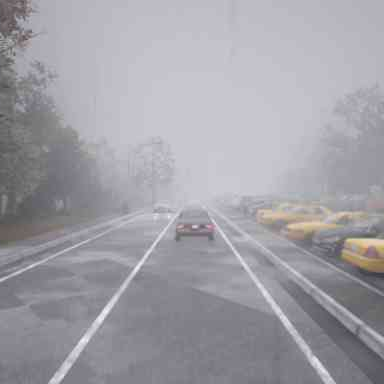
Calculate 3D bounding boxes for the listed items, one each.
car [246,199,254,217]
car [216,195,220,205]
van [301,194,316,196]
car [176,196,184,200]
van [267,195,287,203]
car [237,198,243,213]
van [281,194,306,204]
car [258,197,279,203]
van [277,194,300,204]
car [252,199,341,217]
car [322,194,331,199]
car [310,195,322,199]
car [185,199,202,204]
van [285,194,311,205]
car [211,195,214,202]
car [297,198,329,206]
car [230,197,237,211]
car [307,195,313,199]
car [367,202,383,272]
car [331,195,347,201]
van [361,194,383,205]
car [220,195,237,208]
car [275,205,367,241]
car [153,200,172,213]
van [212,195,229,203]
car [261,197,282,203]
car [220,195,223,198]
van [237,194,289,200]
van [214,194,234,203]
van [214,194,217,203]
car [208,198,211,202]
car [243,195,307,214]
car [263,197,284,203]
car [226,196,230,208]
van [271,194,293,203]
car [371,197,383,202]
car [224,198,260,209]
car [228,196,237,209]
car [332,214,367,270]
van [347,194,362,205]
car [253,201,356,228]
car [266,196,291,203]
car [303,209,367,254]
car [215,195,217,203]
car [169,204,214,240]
[{"bbox_3d":[6.996,1.509,25.841,4.892,1.521,2.231,0,0,0],"label":"car"},{"bbox_3d":[7.041,1.620,53.603,5.366,1.575,1.946,0,0,0],"label":"car"},{"bbox_3d":[20.423,1.391,53.507,4.442,1.987,1.878,0,0,0],"label":"van"},{"bbox_3d":[-2.885,1.622,79.149,1.812,1.442,4.674,0,-1,0],"label":"car"},{"bbox_3d":[20.646,1.674,81.064,4.442,1.987,1.878,0,-1,0],"label":"van"},{"bbox_3d":[7.077,1.554,31.393,4.792,1.488,2.163,0,0,0],"label":"car"},{"bbox_3d":[20.534,1.452,67.232,4.442,1.987,1.878,0,0,0],"label":"van"},{"bbox_3d":[20.593,2.073,89.495,5.008,1.535,2.097,0,-1,0],"label":"car"},{"bbox_3d":[20.324,1.465,70.137,4.442,1.987,1.878,0,-1,0],"label":"van"},{"bbox_3d":[7.165,1.505,23.072,5.366,1.575,1.946,0,0,0],"label":"car"},{"bbox_3d":[20.188,1.315,42.302,5.566,2.045,2.435,0,0,0],"label":"car"},{"bbox_3d":[20.255,1.591,47.842,5.008,1.535,2.097,0,0,0],"label":"car"},{"bbox_3d":[0.210,1.594,39.776,1.812,1.442,4.674,0,0,0],"label":"car"},{"bbox_3d":[20.513,1.440,64.587,4.442,1.987,1.878,0,0,0],"label":"van"},{"bbox_3d":[7.390,1.446,70.259,5.566,2.045,2.435,0,0,0],"label":"car"},{"bbox_3d":[20.326,1.668,56.151,4.674,1.452,2.002,0,0,0],"label":"car"},{"bbox_3d":[7.063,1.578,36.946,4.792,1.488,2.163,0,0,0],"label":"car"},{"bbox_3d":[20.287,1.644,50.736,4.674,1.452,2.002,0,0,0],"label":"car"},{"bbox_3d":[6.873,1.319,6.418,5.566,2.045,2.435,0,0,0],"label":"car"},{"bbox_3d":[20.165,1.303,39.532,5.566,2.045,2.435,0,0,0],"label":"car"},{"bbox_3d":[20.265,1.304,33.991,4.442,1.987,1.878,0,0,0],"label":"van"},{"bbox_3d":[6.974,1.583,45.276,5.366,1.575,1.946,0,0,0],"label":"car"},{"bbox_3d":[6.727,1.532,14.749,5.366,1.575,1.946,0,0,0],"label":"car"},{"bbox_3d":[-3.248,1.587,37.519,1.812,1.442,4.674,0,0,0],"label":"car"},{"bbox_3d":[7.636,1.855,89.671,4.442,1.987,1.878,0,-1,0],"label":"van"},{"bbox_3d":[20.569,2.013,86.600,5.008,1.535,2.097,0,-1,0],"label":"car"},{"bbox_3d":[7.198,1.612,50.826,4.892,1.521,2.231,0,0,0],"label":"car"},{"bbox_3d":[7.186,1.311,34.170,4.442,1.987,1.878,0,0,0],"label":"van"},{"bbox_3d":[7.290,1.570,75.796,4.442,1.987,1.878,0,-1,0],"label":"van"},{"bbox_3d":[7.222,1.459,67.484,4.442,1.987,1.878,0,0,0],"label":"van"},{"bbox_3d":[7.502,2.023,86.892,5.008,1.535,2.097,0,-1,0],"label":"car"},{"bbox_3d":[7.056,1.389,28.620,4.553,1.767,2.185,0,0,0],"label":"car"},{"bbox_3d":[20.546,1.958,83.830,4.892,1.521,2.231,0,-1,0],"label":"car"},{"bbox_3d":[7.108,1.603,42.498,4.792,1.488,2.163,0,0,0],"label":"car"},{"bbox_3d":[20.368,1.560,75.528,4.442,1.987,1.878,0,-1,0],"label":"van"},{"bbox_3d":[20.131,1.517,31.221,5.008,1.535,2.097,0,0,0],"label":"car"},{"bbox_3d":[7.188,1.599,48.050,4.892,1.521,2.231,0,0,0],"label":"car"},{"bbox_3d":[7.085,1.591,39.722,4.792,1.488,2.163,0,0,0],"label":"car"},{"bbox_3d":[7.053,1.556,9.194,5.366,1.575,1.946,0,0,0],"label":"car"},{"bbox_3d":[20.054,1.316,36.763,4.442,1.987,1.878,0,0,0],"label":"van"},{"bbox_3d":[6.773,1.511,20.422,5.366,1.575,1.946,0,0,0],"label":"car"},{"bbox_3d":[20.322,1.840,78.291,5.366,1.575,1.946,0,-1,0],"label":"car"},{"bbox_3d":[6.896,1.548,11.972,4.892,1.521,2.231,0,0,0],"label":"car"},{"bbox_3d":[7.289,1.660,61.930,5.008,1.535,2.097,0,0,0],"label":"car"},{"bbox_3d":[0.115,1.562,16.975,2.033,1.411,5.357,0,0,0],"label":"car"}]
